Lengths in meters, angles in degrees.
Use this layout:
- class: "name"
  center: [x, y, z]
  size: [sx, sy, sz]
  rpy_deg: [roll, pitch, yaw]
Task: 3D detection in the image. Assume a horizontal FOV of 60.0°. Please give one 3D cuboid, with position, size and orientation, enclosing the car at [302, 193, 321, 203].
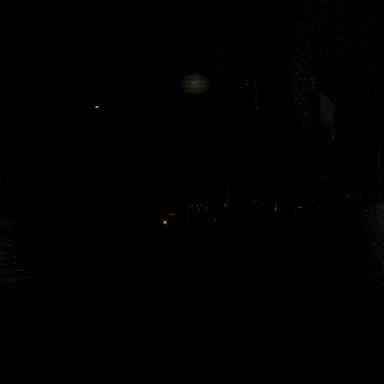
- class: "car"
  center: [23.119, 1.177, 64.111]
  size: [2.192, 1.841, 5.009]
  rpy_deg: [0, 0, 35]

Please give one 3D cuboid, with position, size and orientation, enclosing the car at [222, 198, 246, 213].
- class: "car"
  center: [3.847, 1.367, 36.298]
  size: [1.967, 1.590, 4.097]
  rpy_deg: [0, 0, 35]

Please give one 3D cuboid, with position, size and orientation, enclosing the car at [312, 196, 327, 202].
- class: "car"
  center: [26.334, 1.419, 68.747]
  size: [1.947, 1.339, 4.313]
  rpy_deg: [0, 0, 35]

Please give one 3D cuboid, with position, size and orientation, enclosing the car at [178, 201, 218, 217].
- class: "car"
  center: [0.636, 1.525, 31.664]
  size: [1.802, 1.307, 4.206]
  rpy_deg: [0, 0, 35]

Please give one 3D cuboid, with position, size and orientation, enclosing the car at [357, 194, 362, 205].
- class: "car"
  center: [23.698, 1.378, 49.978]
  size: [1.947, 1.339, 4.313]
  rpy_deg: [0, 0, 35]

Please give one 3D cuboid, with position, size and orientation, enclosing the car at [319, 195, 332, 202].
- class: "car"
  center: [29.545, 1.428, 73.380]
  size: [1.802, 1.307, 4.206]
  rpy_deg: [0, 0, 35]

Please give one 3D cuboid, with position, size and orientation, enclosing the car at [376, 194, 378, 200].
- class: "car"
  center: [36.642, 1.303, 68.656]
  size: [1.752, 1.417, 4.829]
  rpy_deg: [-1, 0, 35]

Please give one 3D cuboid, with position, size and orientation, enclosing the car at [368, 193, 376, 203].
- class: "car"
  center: [33.333, 1.100, 63.883]
  size: [2.192, 1.841, 5.009]
  rpy_deg: [0, 0, 35]

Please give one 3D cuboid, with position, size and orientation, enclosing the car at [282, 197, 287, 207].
- class: "car"
  center: [13.484, 1.456, 50.205]
  size: [1.947, 1.339, 4.313]
  rpy_deg: [0, 0, 35]

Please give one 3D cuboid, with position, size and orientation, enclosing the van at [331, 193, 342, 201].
- class: "van"
  center: [35.967, 1.186, 82.653]
  size: [1.690, 1.788, 3.998]
  rpy_deg: [-1, 0, 35]

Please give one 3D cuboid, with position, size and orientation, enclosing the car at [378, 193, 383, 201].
- class: "car"
  center: [42.969, 1.359, 77.786]
  size: [1.802, 1.307, 4.206]
  rpy_deg: [-1, 0, 35]

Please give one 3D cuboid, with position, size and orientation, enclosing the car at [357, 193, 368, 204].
- class: "car"
  center: [26.909, 1.118, 54.613]
  size: [2.192, 1.841, 5.009]
  rpy_deg: [0, 0, 35]

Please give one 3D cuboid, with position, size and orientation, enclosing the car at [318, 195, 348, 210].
- class: "car"
  center: [17.275, 1.377, 40.709]
  size: [1.887, 1.381, 4.507]
  rpy_deg: [0, 0, 35]

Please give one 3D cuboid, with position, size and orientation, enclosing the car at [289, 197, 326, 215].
- class: "car"
  center: [10.852, 1.424, 31.439]
  size: [1.947, 1.339, 4.313]
  rpy_deg: [0, 0, 35]

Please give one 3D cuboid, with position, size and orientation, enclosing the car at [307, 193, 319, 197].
- class: "car"
  center: [18.141, 1.336, 46.469]
  size: [2.128, 1.511, 4.902]
  rpy_deg: [-1, 0, 35]

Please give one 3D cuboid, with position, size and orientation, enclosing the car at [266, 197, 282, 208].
- class: "car"
  center: [10.175, 1.427, 45.429]
  size: [1.752, 1.417, 4.829]
  rpy_deg: [0, 0, 35]

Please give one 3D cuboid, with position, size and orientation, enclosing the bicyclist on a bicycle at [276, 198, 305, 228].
- class: "bicyclist on a bicycle"
  center: [5.379, 1.177, 18.341]
  size: [1.656, 1.620, 0.582]
  rpy_deg: [-1, 0, 35]

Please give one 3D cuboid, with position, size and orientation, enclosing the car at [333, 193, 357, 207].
- class: "car"
  center: [20.486, 1.137, 45.344]
  size: [2.192, 1.841, 5.009]
  rpy_deg: [0, 0, 35]

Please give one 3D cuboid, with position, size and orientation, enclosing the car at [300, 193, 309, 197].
- class: "car"
  center: [19.908, 1.416, 59.476]
  size: [1.887, 1.381, 4.507]
  rpy_deg: [0, 0, 35]

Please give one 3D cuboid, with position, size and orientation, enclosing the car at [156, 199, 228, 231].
- class: "car"
  center: [-0.091, 1.419, 20.162]
  size: [2.128, 1.511, 4.902]
  rpy_deg: [-1, 0, 35]

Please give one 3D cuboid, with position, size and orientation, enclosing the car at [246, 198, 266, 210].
- class: "car"
  center: [7.060, 1.495, 40.934]
  size: [1.802, 1.307, 4.206]
  rpy_deg: [0, 0, 35]
